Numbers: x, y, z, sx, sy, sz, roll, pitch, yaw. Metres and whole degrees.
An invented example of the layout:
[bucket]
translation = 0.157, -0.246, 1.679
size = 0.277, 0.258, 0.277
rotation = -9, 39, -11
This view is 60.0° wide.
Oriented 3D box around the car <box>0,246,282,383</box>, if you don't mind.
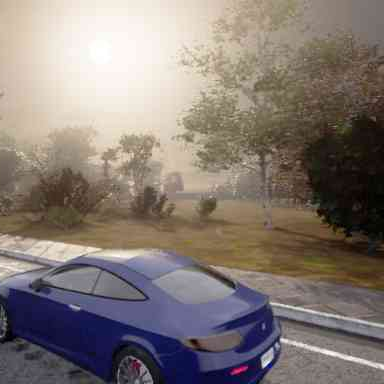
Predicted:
[car]
translation = -1.091, 1.526, 4.768
size = 4.674, 1.442, 1.812
rotation = 0, 0, 36
